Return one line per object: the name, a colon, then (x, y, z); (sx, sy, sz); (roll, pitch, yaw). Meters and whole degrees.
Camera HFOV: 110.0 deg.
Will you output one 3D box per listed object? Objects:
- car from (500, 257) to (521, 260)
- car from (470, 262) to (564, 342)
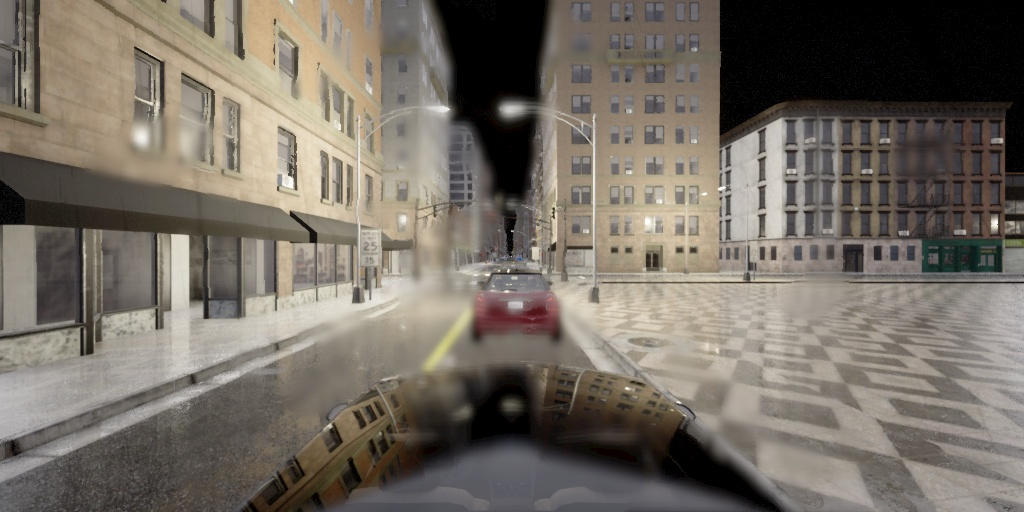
car: (0.073, 1.100, 19.701); (2.097, 1.767, 4.553); (0, 0, -1)
car: (0.112, 1.101, 9.884); (2.097, 1.767, 4.553); (0, 0, 0)
